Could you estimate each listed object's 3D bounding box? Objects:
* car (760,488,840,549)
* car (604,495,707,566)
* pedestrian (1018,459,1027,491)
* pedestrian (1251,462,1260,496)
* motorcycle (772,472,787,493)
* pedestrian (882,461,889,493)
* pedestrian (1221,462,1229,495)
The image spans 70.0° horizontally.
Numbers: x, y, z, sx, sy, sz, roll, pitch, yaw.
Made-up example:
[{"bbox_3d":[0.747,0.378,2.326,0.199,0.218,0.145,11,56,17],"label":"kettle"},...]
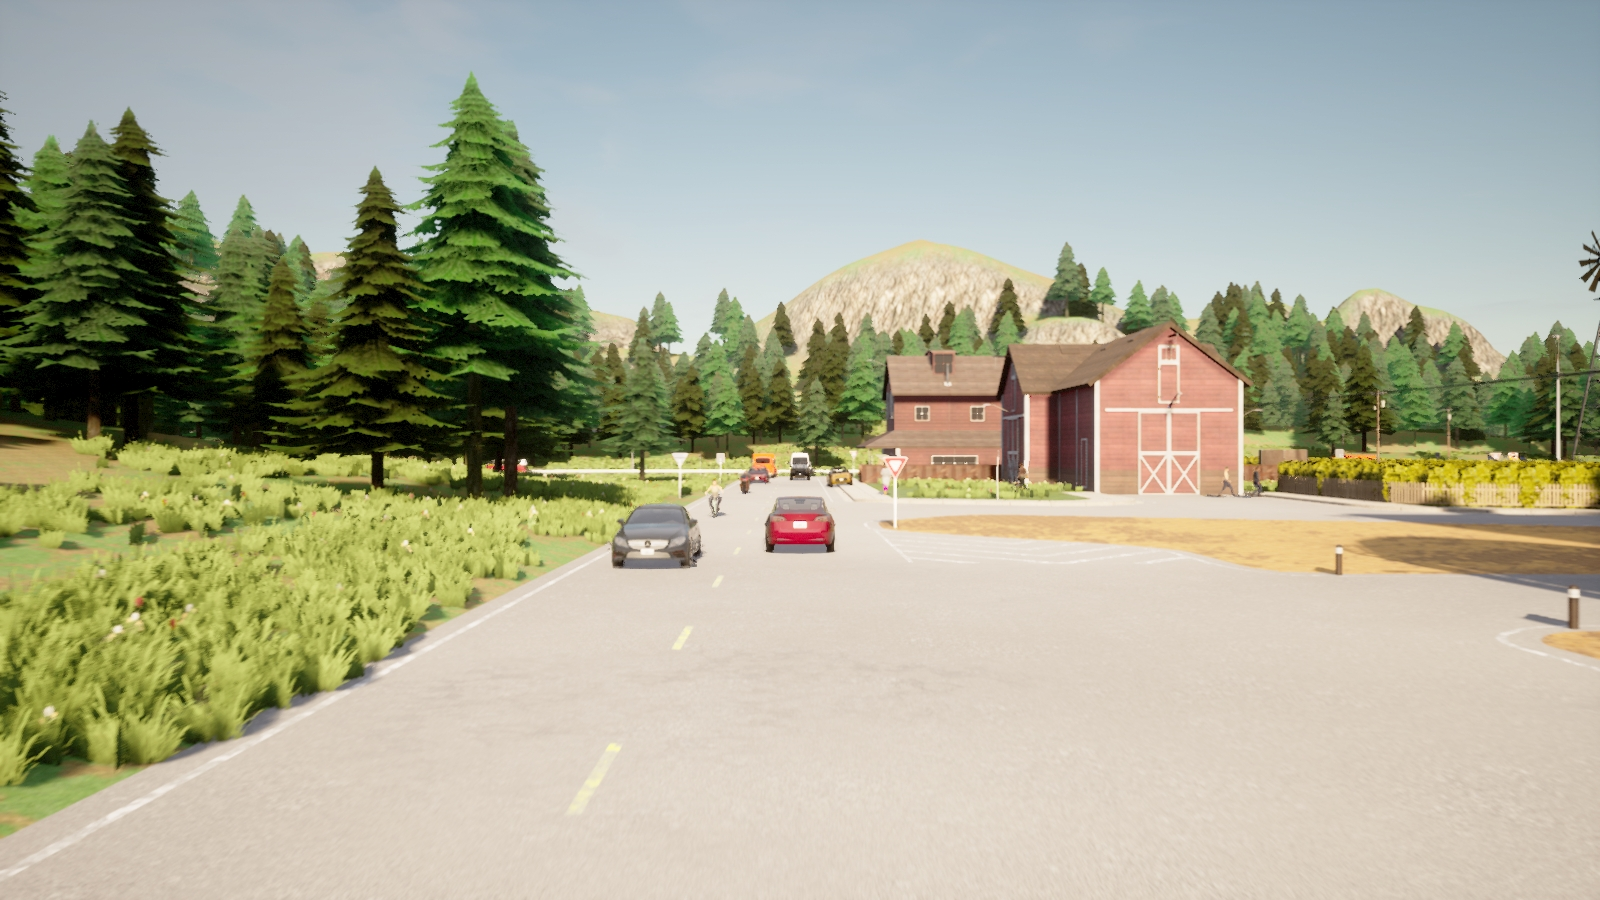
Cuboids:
[{"bbox_3d":[0.001,1.923,33.118,2.163,1.488,4.792,0,0,0],"label":"car"},{"bbox_3d":[-3.508,1.941,28.580,2.002,1.442,4.674,0,0,0],"label":"car"},{"bbox_3d":[13.332,1.489,68.317,0.375,1.860,0.375,0,0,-39],"label":"pedestrian"},{"bbox_3d":[25.526,1.618,63.967,0.375,1.860,0.375,0,0,5],"label":"pedestrian"},{"bbox_3d":[-1.300,2.065,72.723,0.867,1.251,2.209,0,0,0],"label":"motorcycle"},{"bbox_3d":[5.007,1.556,66.958,0.375,1.860,0.375,0,0,9],"label":"pedestrian"},{"bbox_3d":[23.940,1.617,64.349,0.375,1.860,0.375,0,0,27],"label":"pedestrian"}]
